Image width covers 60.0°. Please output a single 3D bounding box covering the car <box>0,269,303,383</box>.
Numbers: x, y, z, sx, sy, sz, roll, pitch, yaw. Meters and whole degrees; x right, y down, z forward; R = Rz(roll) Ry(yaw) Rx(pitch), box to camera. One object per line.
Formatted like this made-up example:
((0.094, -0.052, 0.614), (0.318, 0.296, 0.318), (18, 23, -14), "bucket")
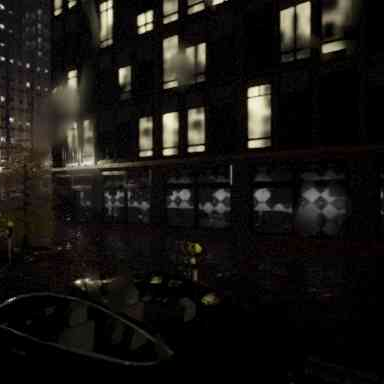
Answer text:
((-1.027, 1.538, 3.583), (4.313, 1.339, 1.947), (1, 0, 35), "car")
